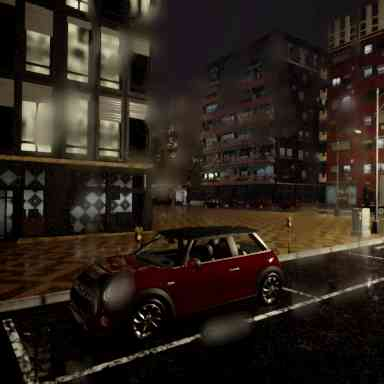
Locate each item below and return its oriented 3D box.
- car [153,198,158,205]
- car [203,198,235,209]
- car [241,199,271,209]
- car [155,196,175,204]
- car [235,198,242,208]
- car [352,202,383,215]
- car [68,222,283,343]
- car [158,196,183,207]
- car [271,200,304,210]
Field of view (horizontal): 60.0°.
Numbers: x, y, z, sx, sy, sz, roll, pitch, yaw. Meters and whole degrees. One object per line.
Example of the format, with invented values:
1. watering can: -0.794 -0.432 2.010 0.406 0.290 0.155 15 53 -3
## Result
1. car: -6.465 1.764 59.723 1.887 1.381 4.507 1 -1 -35
2. car: 3.331 1.678 45.814 2.008 1.369 4.403 1 -1 -35
3. car: 10.186 1.800 50.635 1.887 1.381 4.507 1 -1 -35
4. car: -6.139 1.724 73.818 2.192 1.841 5.009 1 -1 -35
5. car: 6.921 1.726 55.271 1.967 1.590 4.097 1 -1 -35
6. car: 19.981 1.730 36.726 1.947 1.339 4.313 1 -1 -35
7. car: -0.185 1.441 6.405 4.097 1.590 1.967 0 1 -35
8. car: -3.199 1.733 55.086 1.887 1.381 4.507 1 -1 -35
9. car: 13.450 1.806 45.997 1.802 1.307 4.206 1 -1 -35
